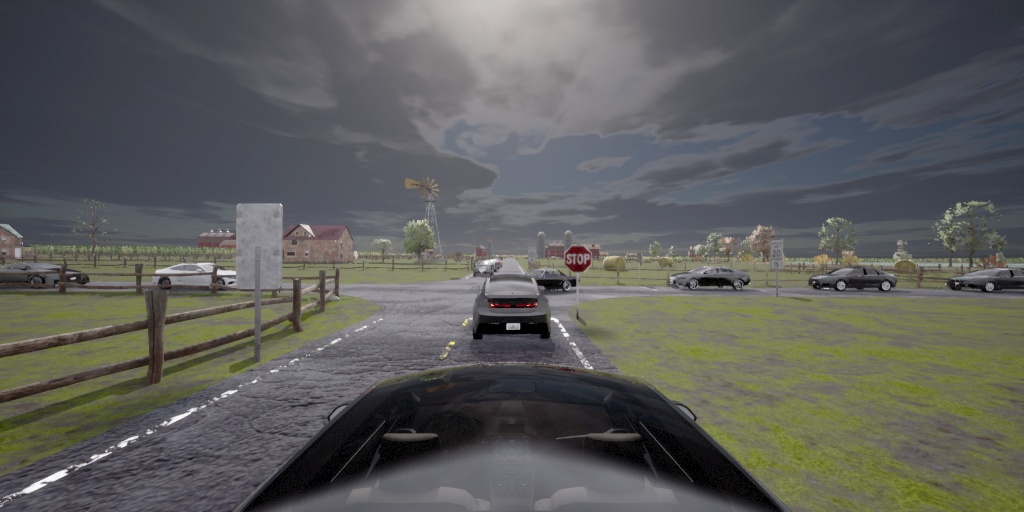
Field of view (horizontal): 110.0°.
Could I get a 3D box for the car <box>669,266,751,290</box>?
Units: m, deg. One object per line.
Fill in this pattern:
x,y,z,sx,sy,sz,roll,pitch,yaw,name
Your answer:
12.797,1.397,23.329,4.902,1.511,2.128,1,-1,-2,car

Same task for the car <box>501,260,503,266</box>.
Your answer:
-2.823,1.240,55.729,2.128,1.511,4.902,0,0,0,car

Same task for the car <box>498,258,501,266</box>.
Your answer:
-2.854,1.241,46.187,2.128,1.511,4.902,0,0,0,car

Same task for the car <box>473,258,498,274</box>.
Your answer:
-2.861,1.243,36.741,2.128,1.511,4.902,0,0,0,car

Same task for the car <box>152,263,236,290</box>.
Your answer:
-17.244,1.103,20.010,4.674,1.442,1.812,1,-1,-1,car

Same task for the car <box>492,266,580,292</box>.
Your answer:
1.499,1.369,20.100,4.718,1.301,1.895,1,0,-35,car

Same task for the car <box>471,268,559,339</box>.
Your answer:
-0.074,1.256,10.054,1.837,1.490,4.892,0,0,-2,car

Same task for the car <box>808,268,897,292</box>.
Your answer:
22.199,1.499,23.501,4.892,1.490,1.837,1,-1,-1,car

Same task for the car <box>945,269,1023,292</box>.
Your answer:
31.702,1.587,23.622,4.892,1.490,1.837,1,-1,-1,car

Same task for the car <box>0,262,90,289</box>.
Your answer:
-26.364,1.048,19.888,4.181,1.385,1.994,1,-1,-1,car
